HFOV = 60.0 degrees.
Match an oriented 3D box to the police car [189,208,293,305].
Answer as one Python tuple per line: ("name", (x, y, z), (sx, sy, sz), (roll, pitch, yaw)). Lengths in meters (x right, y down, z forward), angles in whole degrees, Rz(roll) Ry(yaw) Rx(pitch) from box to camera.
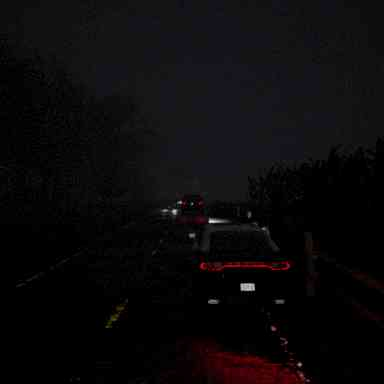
("police car", (0.950, 1.423, 8.281), (1.930, 1.638, 5.238), (0, 0, 0))

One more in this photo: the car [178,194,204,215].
("car", (0.016, 1.216, 33.788), (2.150, 2.045, 5.566), (0, 0, 0))

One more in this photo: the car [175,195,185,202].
("car", (-2.856, 1.489, 79.345), (2.128, 1.511, 4.902), (0, 0, 0))

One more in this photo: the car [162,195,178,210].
("car", (-2.810, 1.541, 43.824), (2.033, 1.411, 5.357), (0, 0, 0))
